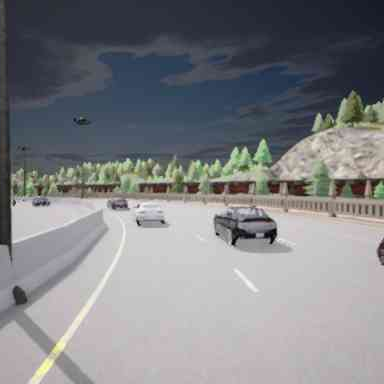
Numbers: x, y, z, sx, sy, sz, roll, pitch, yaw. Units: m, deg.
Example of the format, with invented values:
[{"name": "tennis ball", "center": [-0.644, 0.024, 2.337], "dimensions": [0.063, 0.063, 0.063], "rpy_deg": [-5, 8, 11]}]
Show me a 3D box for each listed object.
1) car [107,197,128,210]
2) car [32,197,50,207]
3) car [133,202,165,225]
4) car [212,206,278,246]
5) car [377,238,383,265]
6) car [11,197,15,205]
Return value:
[{"name": "car", "center": [-8.979, 1.300, 39.893], "dimensions": [2.128, 1.511, 4.902], "rpy_deg": [-1, 0, -24]}, {"name": "car", "center": [-22.456, 1.425, 49.510], "dimensions": [1.994, 1.385, 4.181], "rpy_deg": [-1, 0, -33]}, {"name": "car", "center": [-3.040, 1.403, 22.985], "dimensions": [1.812, 1.442, 4.674], "rpy_deg": [0, 0, -14]}, {"name": "car", "center": [2.186, 1.390, 14.843], "dimensions": [2.128, 1.511, 4.902], "rpy_deg": [0, 0, -8]}, {"name": "car", "center": [6.548, 1.448, 7.969], "dimensions": [1.812, 1.442, 4.674], "rpy_deg": [0, 0, -5]}, {"name": "car", "center": [-31.000, 1.262, 55.310], "dimensions": [2.097, 1.767, 4.553], "rpy_deg": [-1, 1, -38]}]
